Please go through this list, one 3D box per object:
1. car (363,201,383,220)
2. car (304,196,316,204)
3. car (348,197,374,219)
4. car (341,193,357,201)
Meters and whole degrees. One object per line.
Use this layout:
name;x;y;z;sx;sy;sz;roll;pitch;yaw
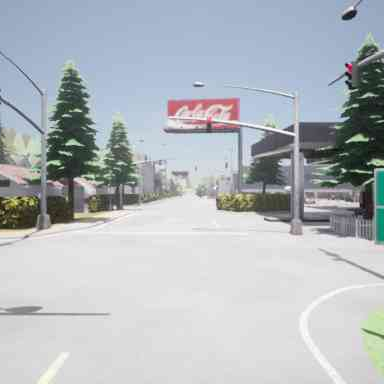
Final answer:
car;18.623;1.671;30.704;4.611;1.667;2.242;0;0;0
car;22.351;1.552;64.110;1.970;1.475;3.806;0;0;0
car;14.310;1.504;25.024;3.866;1.878;1.905;0;0;0
car;34.737;1.489;71.931;2.007;1.523;4.514;0;0;0
